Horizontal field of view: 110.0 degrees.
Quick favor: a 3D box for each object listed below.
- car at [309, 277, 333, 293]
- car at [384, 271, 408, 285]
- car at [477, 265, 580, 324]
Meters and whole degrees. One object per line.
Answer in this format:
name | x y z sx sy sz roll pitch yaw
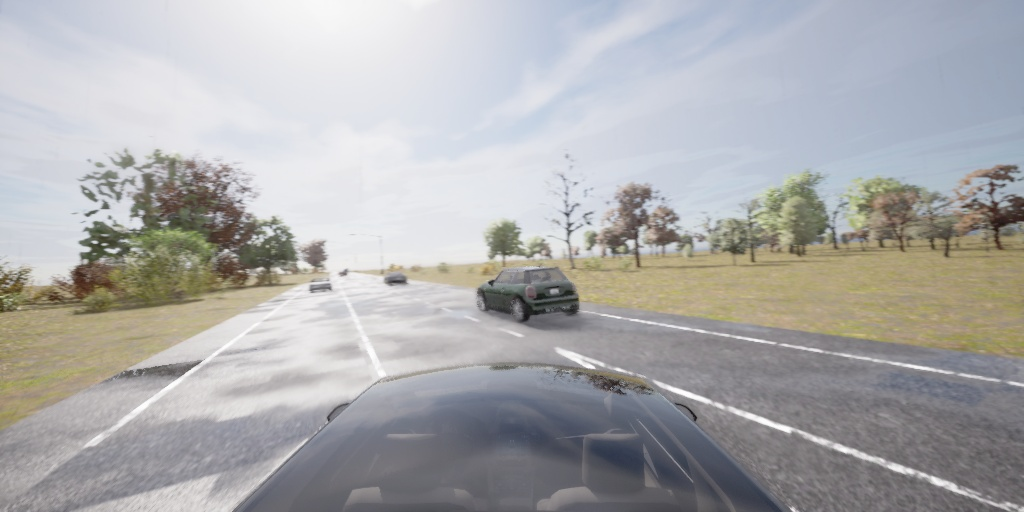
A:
car | -17.986 2.697 33.814 1.895 1.301 4.718 -3 -1 -27
car | -12.612 2.373 38.750 1.994 1.385 4.181 -3 -1 -27
car | 0.355 1.166 12.766 2.097 1.767 4.553 -3 0 -27
